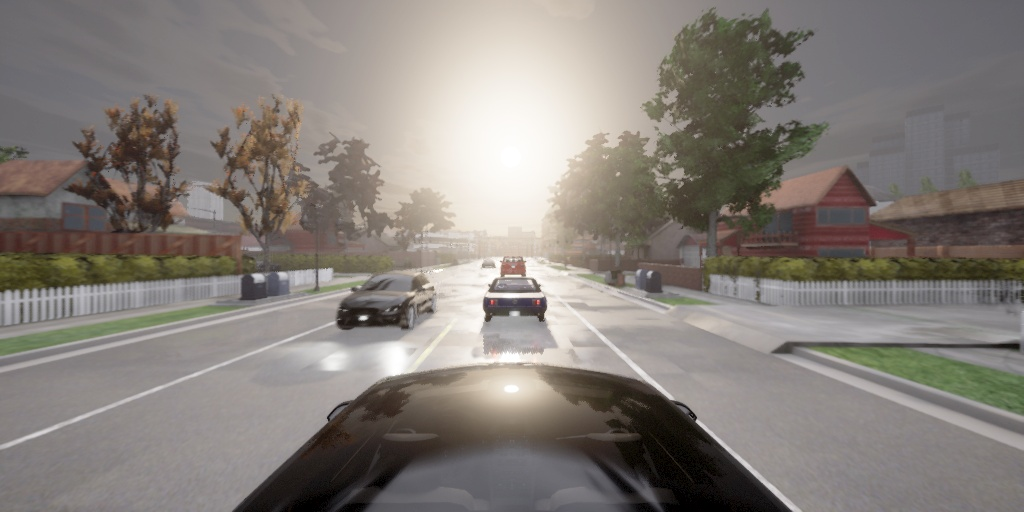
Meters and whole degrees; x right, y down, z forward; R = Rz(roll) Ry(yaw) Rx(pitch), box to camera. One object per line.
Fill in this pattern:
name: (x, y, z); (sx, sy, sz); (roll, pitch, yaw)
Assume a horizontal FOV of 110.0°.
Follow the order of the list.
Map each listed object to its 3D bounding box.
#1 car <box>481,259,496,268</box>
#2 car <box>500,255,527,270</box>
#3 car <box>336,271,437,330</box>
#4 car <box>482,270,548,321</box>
car: (-3.560, 1.174, 55.065); (1.994, 1.385, 4.181); (0, 0, 0)
car: (0.098, 0.952, 31.378); (2.150, 2.045, 5.566); (0, 0, 0)
car: (-3.601, 1.254, 11.113); (1.837, 1.490, 4.892); (0, 0, 0)
car: (0.090, 1.350, 12.423); (1.895, 1.301, 4.718); (0, 0, 0)
